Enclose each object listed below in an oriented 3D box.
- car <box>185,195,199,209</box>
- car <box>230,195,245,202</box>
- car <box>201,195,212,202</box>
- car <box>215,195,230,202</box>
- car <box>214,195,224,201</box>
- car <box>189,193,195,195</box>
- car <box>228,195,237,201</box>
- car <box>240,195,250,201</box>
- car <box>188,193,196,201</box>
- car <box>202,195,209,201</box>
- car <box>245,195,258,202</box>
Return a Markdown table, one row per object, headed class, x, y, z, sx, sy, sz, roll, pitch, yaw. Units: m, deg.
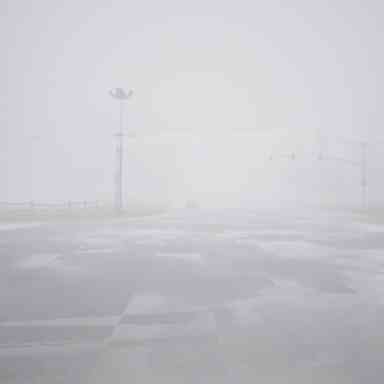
| class | x | y | z | sx | sy | sz | roll | pitch | yaw |
| --- | --- | --- | --- | --- | --- | --- | --- | --- | --- |
| car | -0.004 | 1.547 | 47.064 | 1.882 | 1.535 | 5.008 | 0 | 0 | 0 |
| car | 10.494 | 1.637 | 77.023 | 1.812 | 1.442 | 4.674 | 0 | 0 | 0 |
| car | 3.494 | 1.666 | 77.468 | 1.994 | 1.385 | 4.181 | 0 | 0 | 0 |
| car | 6.994 | 1.653 | 76.832 | 2.033 | 1.411 | 5.357 | 0 | 0 | 0 |
| car | 6.994 | 1.599 | 87.297 | 2.128 | 1.511 | 4.902 | 0 | 0 | 0 |
| car | -0.006 | 1.613 | 76.896 | 1.837 | 1.490 | 4.892 | 0 | 0 | 0 |
| car | 10.494 | 1.595 | 87.296 | 1.812 | 1.442 | 4.674 | 0 | 0 | 0 |
| car | 13.994 | 1.571 | 87.296 | 1.837 | 1.490 | 4.892 | 0 | 0 | 0 |
| car | -0.007 | 1.302 | 87.327 | 2.150 | 2.045 | 5.566 | 0 | 0 | 0 |
| car | 3.494 | 1.601 | 87.297 | 1.812 | 1.442 | 4.674 | 0 | 0 | 0 |
| car | 13.994 | 1.652 | 76.757 | 2.033 | 1.411 | 5.357 | 0 | 0 | 0 |
